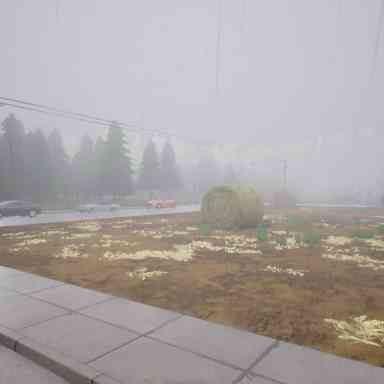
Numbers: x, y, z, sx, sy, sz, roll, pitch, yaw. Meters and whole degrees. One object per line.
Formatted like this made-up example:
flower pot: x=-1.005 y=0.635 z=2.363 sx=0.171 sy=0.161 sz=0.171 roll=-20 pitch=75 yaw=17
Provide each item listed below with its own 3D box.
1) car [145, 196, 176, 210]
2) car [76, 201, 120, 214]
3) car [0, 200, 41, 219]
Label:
car: x=-4.213 y=1.379 z=44.728 sx=2.097 sy=1.767 sz=4.553 roll=0 pitch=0 yaw=37
car: x=-10.307 y=1.628 z=36.536 sx=1.895 sy=1.301 sz=4.718 roll=0 pitch=0 yaw=37
car: x=-15.790 y=1.531 z=29.147 sx=1.837 sy=1.490 sz=4.892 roll=0 pitch=0 yaw=37
